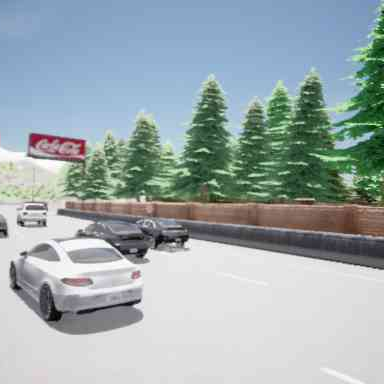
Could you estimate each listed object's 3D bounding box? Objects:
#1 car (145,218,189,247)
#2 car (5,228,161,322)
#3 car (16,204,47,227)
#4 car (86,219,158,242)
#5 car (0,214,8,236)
[{"bbox_3d":[-2.117,2.175,18.245,2.128,1.511,4.902,3,-3,-37],"label":"car"},{"bbox_3d":[-2.874,1.783,7.844,1.812,1.442,4.674,3,-3,-39],"label":"car"},{"bbox_3d":[-15.232,2.127,31.533,2.150,2.045,5.566,3,-3,-33],"label":"car"},{"bbox_3d":[-3.671,2.006,14.495,1.837,1.490,4.892,3,-3,-37],"label":"car"},{"bbox_3d":[-13.487,2.133,22.360,2.033,1.411,5.357,3,-3,-33],"label":"car"}]
